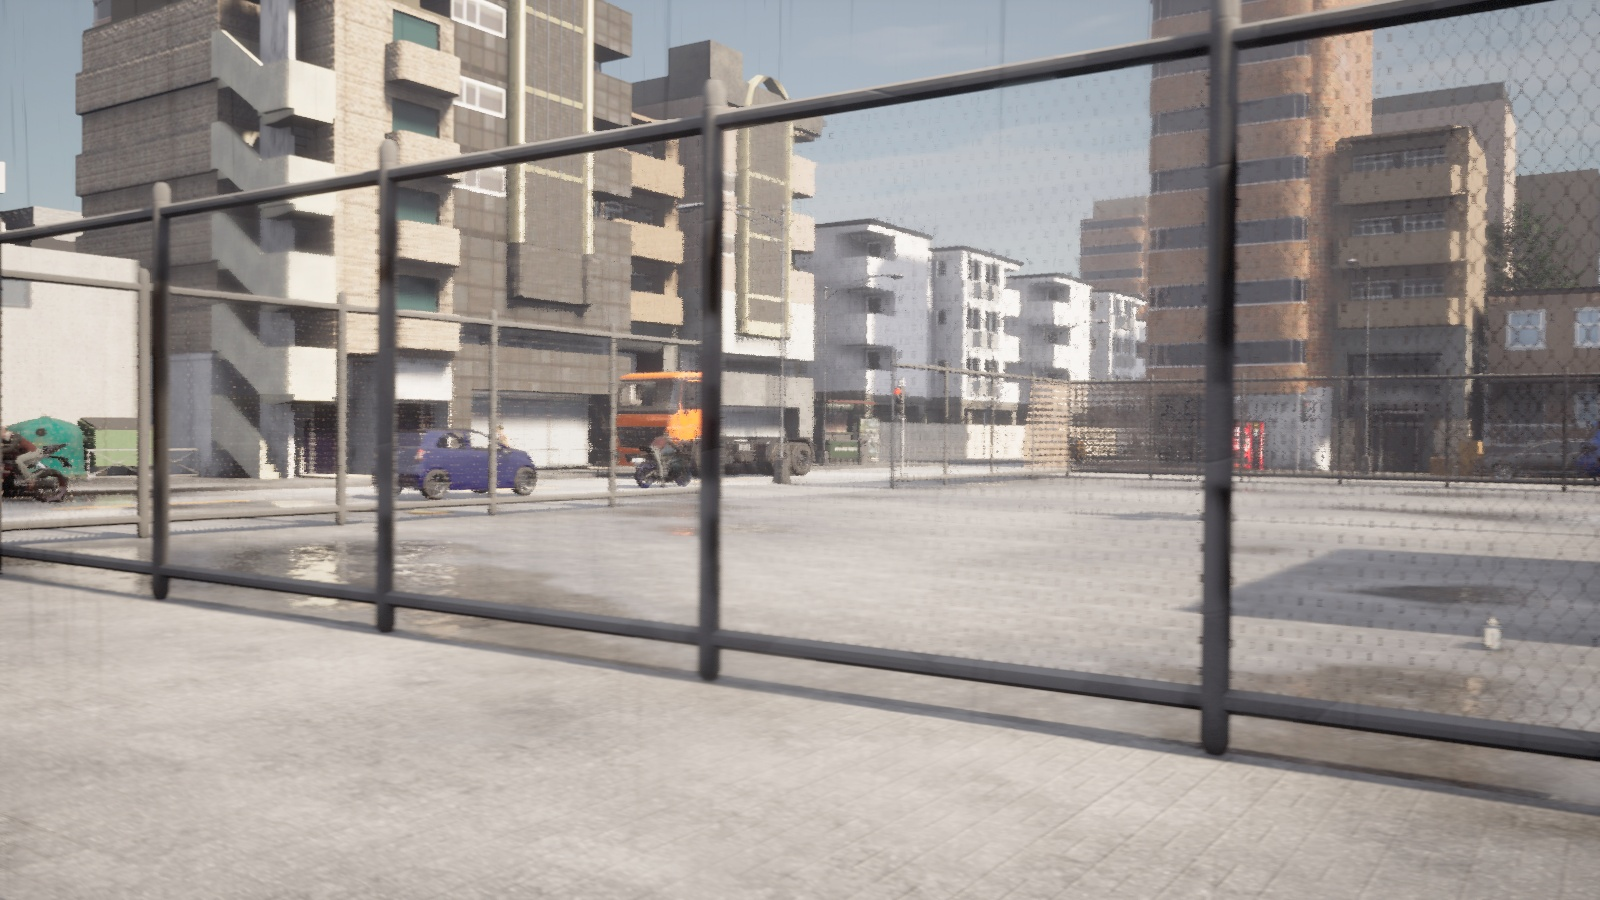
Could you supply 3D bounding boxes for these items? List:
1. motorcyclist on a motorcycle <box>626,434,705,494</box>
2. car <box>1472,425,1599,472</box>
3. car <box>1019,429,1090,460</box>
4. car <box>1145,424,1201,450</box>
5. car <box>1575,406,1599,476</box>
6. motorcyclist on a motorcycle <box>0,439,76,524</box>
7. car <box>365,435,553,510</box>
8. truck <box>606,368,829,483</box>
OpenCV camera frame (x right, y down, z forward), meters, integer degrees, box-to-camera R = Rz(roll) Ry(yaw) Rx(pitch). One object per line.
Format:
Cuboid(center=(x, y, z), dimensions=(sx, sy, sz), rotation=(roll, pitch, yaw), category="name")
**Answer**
Cuboid(center=(-3.530, 0.346, 33.153), dimensions=(0.866, 1.530, 2.191), rotation=(0, 1, 34), category="motorcyclist on a motorcycle")
Cuboid(center=(25.266, -0.064, 41.836), dimensions=(4.892, 1.490, 1.837), rotation=(0, 1, 34), category="car")
Cuboid(center=(13.405, -0.312, 65.921), dimensions=(1.882, 1.535, 5.008), rotation=(0, 1, 34), category="car")
Cuboid(center=(24.640, -0.844, 82.828), dimensions=(2.152, 1.651, 5.027), rotation=(0, 1, 34), category="car")
Cuboid(center=(25.946, -0.285, 36.618), dimensions=(5.566, 2.045, 2.150), rotation=(0, 1, 35), category="car")
Cuboid(center=(-14.828, 0.582, 23.359), dimensions=(0.866, 1.530, 2.191), rotation=(0, 1, 34), category="motorcyclist on a motorcycle")
Cuboid(center=(-7.361, 0.438, 27.383), dimensions=(1.845, 1.501, 3.633), rotation=(0, 1, 34), category="car")
Cuboid(center=(-2.549, -0.799, 41.884), dimensions=(2.891, 3.462, 7.936), rotation=(0, 1, 37), category="truck")
